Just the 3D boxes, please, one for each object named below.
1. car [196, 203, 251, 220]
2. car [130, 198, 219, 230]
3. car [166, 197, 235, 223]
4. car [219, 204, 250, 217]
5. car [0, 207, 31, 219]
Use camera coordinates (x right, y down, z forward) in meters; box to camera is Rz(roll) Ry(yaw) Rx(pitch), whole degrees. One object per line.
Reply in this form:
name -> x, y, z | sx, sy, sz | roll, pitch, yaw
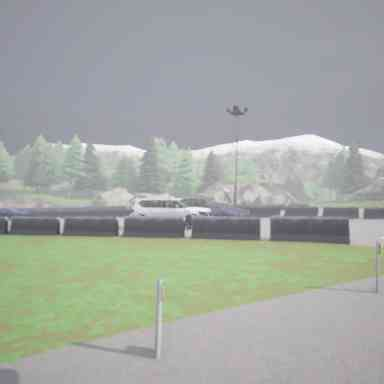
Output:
car -> 2.982, 1.871, 31.553 | 4.892, 1.490, 1.837 | -2, -2, 17
car -> -1.365, 1.392, 21.924 | 5.566, 2.045, 2.150 | -1, -2, 17
car -> 0.763, 1.544, 28.590 | 5.566, 2.045, 2.150 | -2, -2, 17
car -> 1.889, 1.720, 24.560 | 4.674, 1.442, 1.812 | -1, -2, 17
car -> -21.418, 2.572, 39.232 | 5.008, 1.535, 1.882 | -2, -2, 18
